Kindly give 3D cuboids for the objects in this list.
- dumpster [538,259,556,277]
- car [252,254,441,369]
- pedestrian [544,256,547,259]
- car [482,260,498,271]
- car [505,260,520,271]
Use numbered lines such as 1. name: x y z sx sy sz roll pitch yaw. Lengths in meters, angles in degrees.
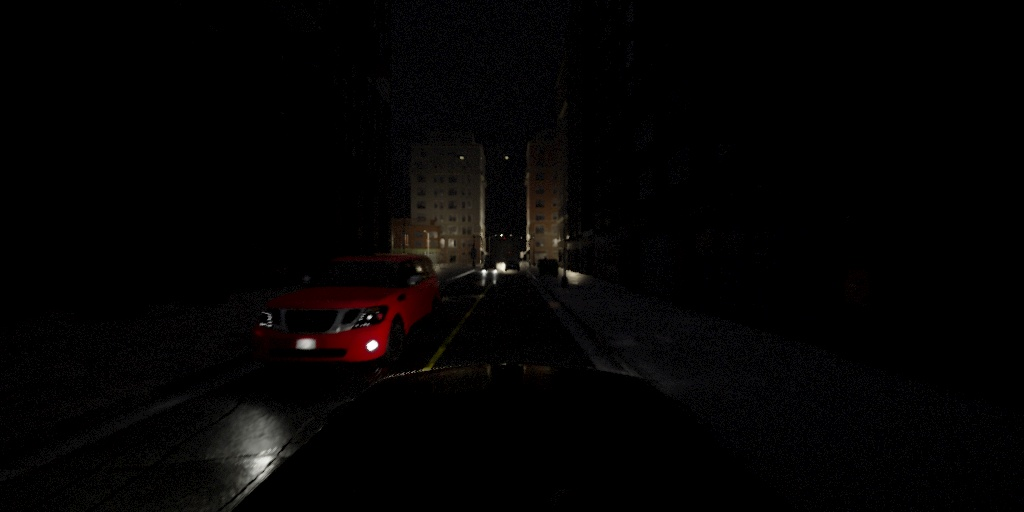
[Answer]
1. dumpster: 3.139 1.128 32.455 1.020 1.700 1.940 0 0 0
2. car: -3.101 0.966 8.161 2.150 2.045 5.566 0 0 0
3. pedestrian: 3.139 0.875 33.824 0.375 1.860 0.375 0 0 -10
4. car: -3.067 1.251 50.479 1.837 1.490 4.892 0 0 0
5. car: 0.072 1.308 49.225 1.994 1.385 4.181 0 0 0
